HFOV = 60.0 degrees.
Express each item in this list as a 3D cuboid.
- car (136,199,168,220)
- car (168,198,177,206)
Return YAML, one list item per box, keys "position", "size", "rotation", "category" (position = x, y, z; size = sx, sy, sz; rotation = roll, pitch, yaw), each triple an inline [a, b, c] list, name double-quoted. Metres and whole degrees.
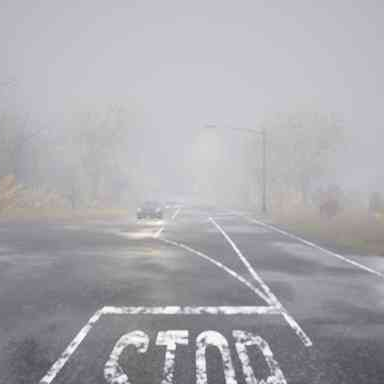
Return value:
- position: [-3.552, 1.498, 29.237]
  size: [2.097, 1.767, 4.553]
  rotation: [0, -1, 0]
  category: "car"
- position: [-3.866, 1.856, 64.870]
  size: [1.882, 1.535, 5.008]
  rotation: [0, 0, -1]
  category: "car"
